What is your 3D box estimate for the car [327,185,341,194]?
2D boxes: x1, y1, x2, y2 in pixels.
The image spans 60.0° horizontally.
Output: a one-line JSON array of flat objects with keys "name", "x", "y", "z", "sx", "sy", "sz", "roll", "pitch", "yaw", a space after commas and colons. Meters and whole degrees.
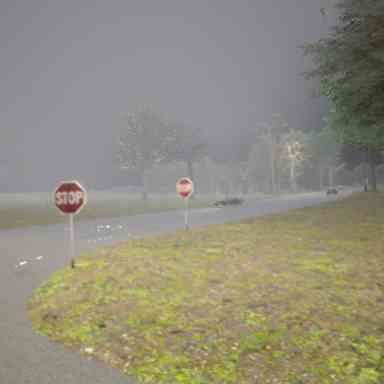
[{"name": "car", "x": 27.541, "y": -0.319, "z": 65.138, "sx": 1.812, "sy": 1.442, "sz": 4.674, "roll": -3, "pitch": 0, "yaw": 27}]

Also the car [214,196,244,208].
[{"name": "car", "x": 4.488, "y": 1.167, "z": 40.743, "sx": 1.895, "sy": 1.301, "sz": 4.718, "roll": -3, "pitch": 0, "yaw": 34}]
